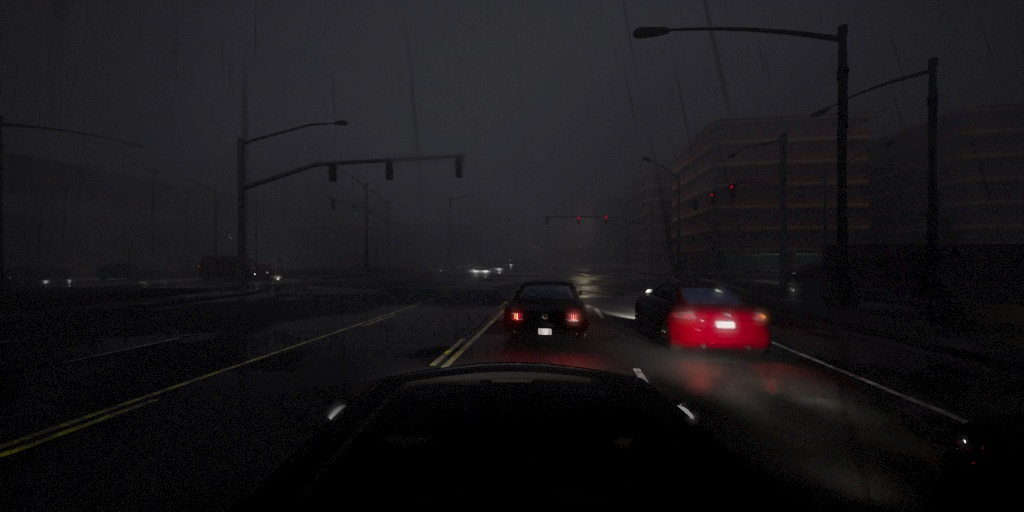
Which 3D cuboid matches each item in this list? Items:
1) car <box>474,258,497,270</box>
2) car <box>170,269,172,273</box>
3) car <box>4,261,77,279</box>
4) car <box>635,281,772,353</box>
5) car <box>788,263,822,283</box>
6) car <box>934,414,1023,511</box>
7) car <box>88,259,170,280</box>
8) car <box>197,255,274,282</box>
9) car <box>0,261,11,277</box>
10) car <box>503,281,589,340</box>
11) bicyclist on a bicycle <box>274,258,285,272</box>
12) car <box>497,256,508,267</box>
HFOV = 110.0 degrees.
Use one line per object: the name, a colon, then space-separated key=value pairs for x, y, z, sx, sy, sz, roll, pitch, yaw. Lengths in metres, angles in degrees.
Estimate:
car: x=-3.767 y=1.176 z=48.768 sx=1.994 sy=1.385 sz=4.181 roll=0 pitch=1 yaw=8
car: x=-35.776 y=1.297 z=34.473 sx=5.357 sy=1.411 sz=2.033 roll=0 pitch=0 yaw=7
car: x=-41.781 y=1.351 z=31.718 sx=4.718 sy=1.301 sz=1.895 roll=0 pitch=0 yaw=12
car: x=4.421 y=1.314 z=8.959 sx=1.994 sy=1.385 sz=4.181 roll=0 pitch=0 yaw=7
car: x=23.343 y=1.276 z=27.514 sx=4.674 sy=1.442 sz=1.812 roll=0 pitch=0 yaw=6
car: x=3.640 y=1.242 z=0.248 sx=2.128 sy=1.511 sz=4.902 roll=0 pitch=0 yaw=1
car: x=-32.377 y=1.228 z=30.372 sx=5.008 sy=1.535 sz=1.882 roll=0 pitch=0 yaw=7
car: x=-22.449 y=0.971 z=29.178 sx=5.566 sy=2.045 sz=2.150 roll=0 pitch=0 yaw=7
car: x=-51.167 y=1.276 z=35.469 sx=4.674 sy=1.442 sz=1.812 roll=0 pitch=0 yaw=35
car: x=1.019 y=1.351 z=9.967 sx=1.895 sy=1.301 sz=4.718 roll=0 pitch=0 yaw=8
bicyclist on a bicycle: x=-26.326 y=1.053 z=40.697 sx=0.582 sy=1.620 sz=1.656 roll=0 pitch=0 yaw=7
car: x=-2.398 y=1.064 z=58.619 sx=1.895 sy=1.301 sz=4.718 roll=0 pitch=1 yaw=8
